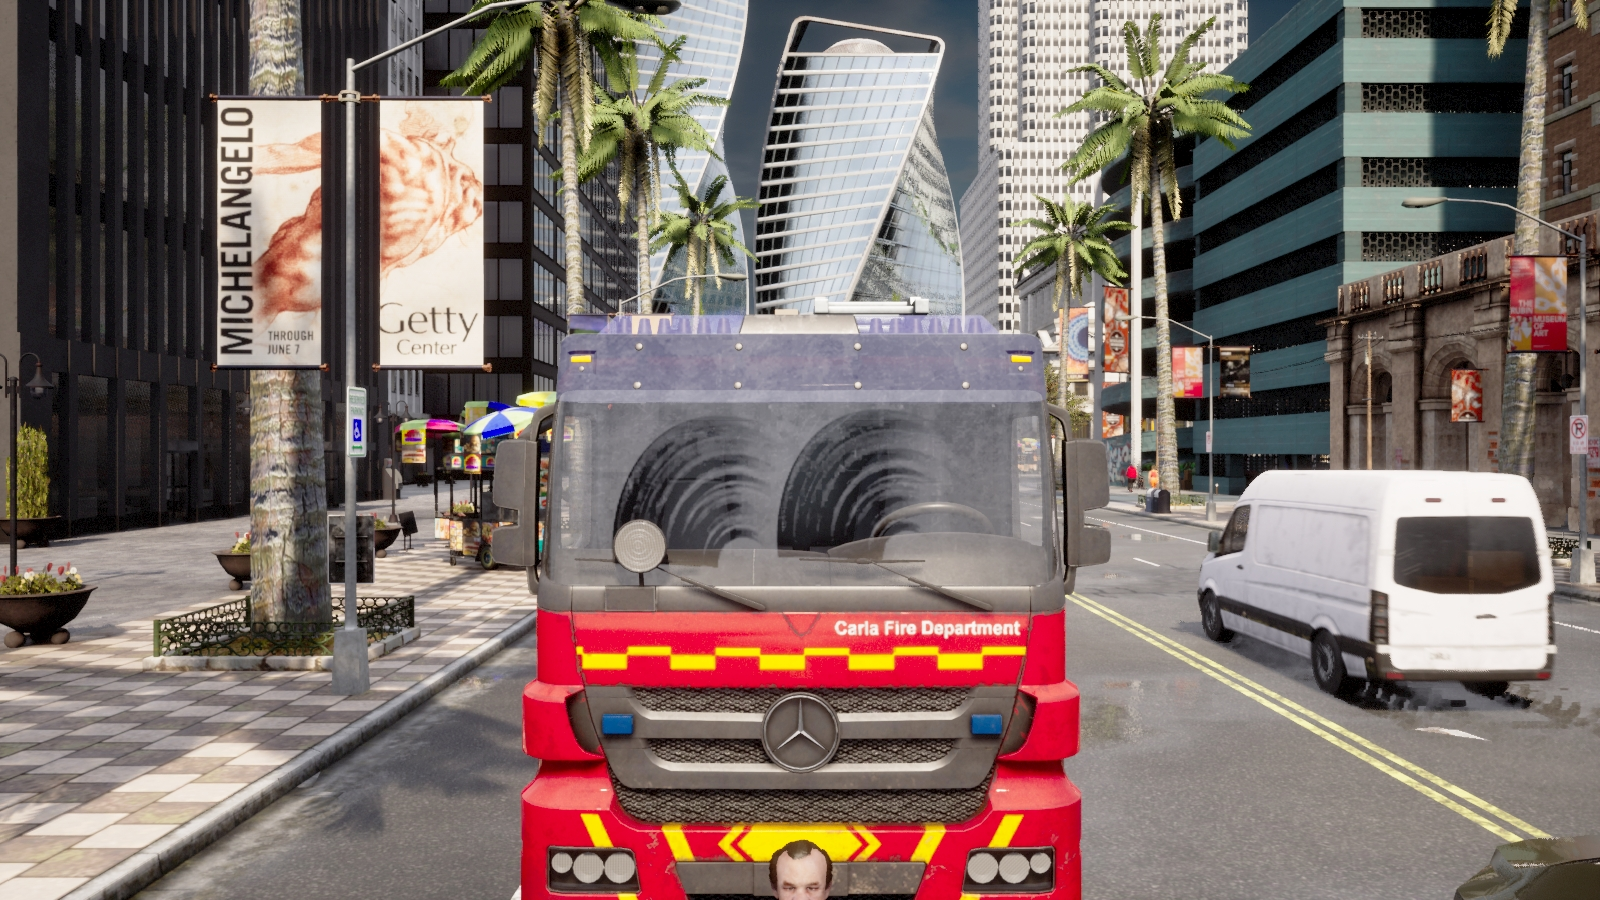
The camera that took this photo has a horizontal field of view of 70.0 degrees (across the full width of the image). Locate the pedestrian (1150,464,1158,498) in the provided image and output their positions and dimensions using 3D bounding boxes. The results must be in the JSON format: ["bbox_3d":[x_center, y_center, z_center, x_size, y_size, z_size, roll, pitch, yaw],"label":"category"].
[{"bbox_3d":[19.333,1.696,62.442,0.375,1.860,0.375,0,0,6],"label":"pedestrian"}]

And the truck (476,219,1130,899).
[{"bbox_3d":[0.019,0.890,9.289,2.891,3.827,8.468,0,0,0],"label":"truck"}]

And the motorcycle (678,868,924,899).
[{"bbox_3d":[0.003,2.182,3.373,0.856,1.236,1.805,0,0,0],"label":"motorcycle"}]

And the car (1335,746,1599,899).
[{"bbox_3d":[3.504,2.061,2.660,2.231,1.480,4.892,0,0,0],"label":"car"}]

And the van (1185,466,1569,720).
[{"bbox_3d":[7.022,1.534,14.884,1.988,2.561,5.915,0,0,0],"label":"van"}]

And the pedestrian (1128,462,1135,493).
[{"bbox_3d":[20.501,1.698,70.666,0.375,1.860,0.375,0,0,-1],"label":"pedestrian"}]
